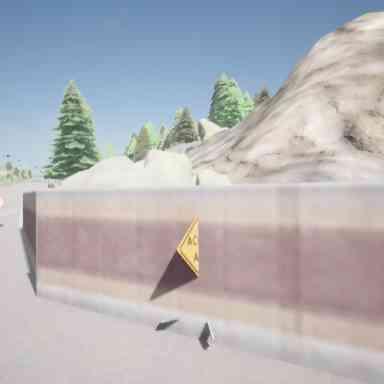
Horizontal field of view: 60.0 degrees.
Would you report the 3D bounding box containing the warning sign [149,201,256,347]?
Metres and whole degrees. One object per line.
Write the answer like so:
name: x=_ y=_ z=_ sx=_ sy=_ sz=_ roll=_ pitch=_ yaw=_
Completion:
warning sign: x=0.191 y=1.094 z=5.172 sx=1.060 sy=1.860 sz=1.300 roll=-1 pitch=0 yaw=40
